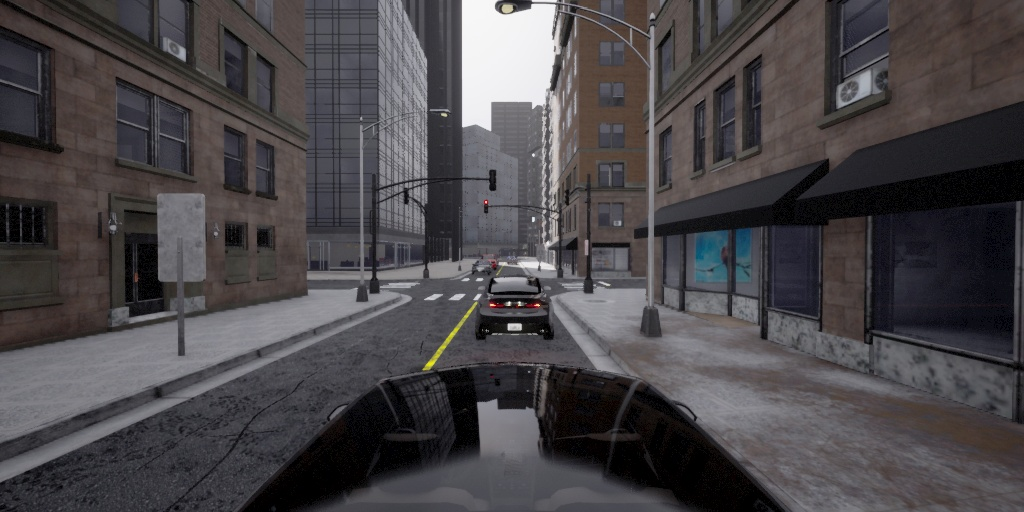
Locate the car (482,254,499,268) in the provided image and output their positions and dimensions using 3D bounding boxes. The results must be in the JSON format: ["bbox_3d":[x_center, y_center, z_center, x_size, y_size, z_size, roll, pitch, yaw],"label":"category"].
[{"bbox_3d":[-3.150,0.809,48.281,2.150,2.045,5.566,0,1,0],"label":"car"}]

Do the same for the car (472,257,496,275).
[{"bbox_3d":[-3.133,1.163,37.976,2.128,1.511,4.902,0,0,0],"label":"car"}]

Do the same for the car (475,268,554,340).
[{"bbox_3d":[0.070,1.252,9.987,1.837,1.490,4.892,0,0,0],"label":"car"}]
